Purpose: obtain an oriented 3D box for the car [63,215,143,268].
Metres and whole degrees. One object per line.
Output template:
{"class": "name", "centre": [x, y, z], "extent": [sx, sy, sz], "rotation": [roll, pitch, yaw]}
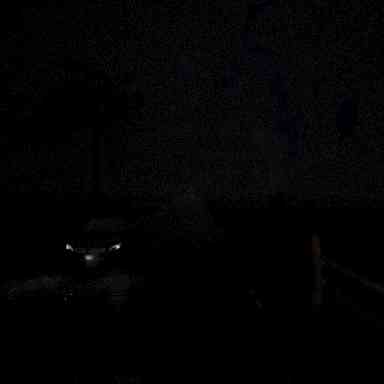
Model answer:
{"class": "car", "centre": [-2.852, 1.555, 11.551], "extent": [1.812, 1.442, 4.674], "rotation": [0, 0, 0]}
